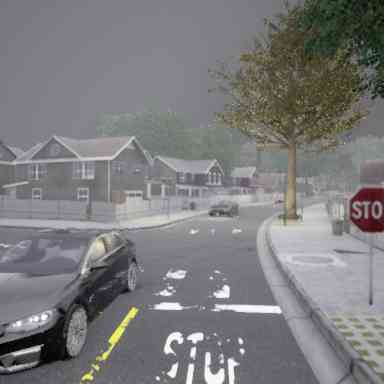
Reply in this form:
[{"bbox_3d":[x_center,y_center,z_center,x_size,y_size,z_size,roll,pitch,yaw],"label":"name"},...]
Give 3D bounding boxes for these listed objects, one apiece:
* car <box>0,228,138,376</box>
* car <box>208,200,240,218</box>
[{"bbox_3d":[-2.324,1.481,6.037,2.128,1.511,4.902,0,0,5],"label":"car"},{"bbox_3d":[3.052,1.484,30.413,2.033,1.411,5.357,0,0,20],"label":"car"}]
